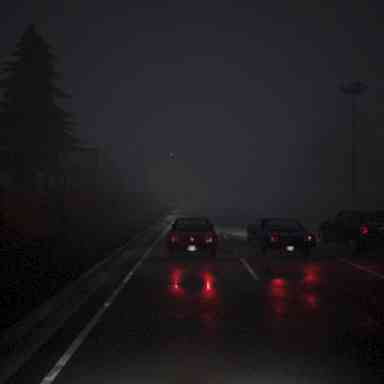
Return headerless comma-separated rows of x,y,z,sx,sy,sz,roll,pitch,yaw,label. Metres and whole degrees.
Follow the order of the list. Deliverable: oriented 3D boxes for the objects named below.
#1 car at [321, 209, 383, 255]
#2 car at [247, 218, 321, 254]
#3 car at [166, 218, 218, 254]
7.026,1.482,14.012,2.097,1.767,4.553,0,-1,1,car
3.525,1.733,14.063,1.895,1.301,4.718,0,0,1,car
0.025,1.733,14.093,1.895,1.301,4.718,0,0,1,car
